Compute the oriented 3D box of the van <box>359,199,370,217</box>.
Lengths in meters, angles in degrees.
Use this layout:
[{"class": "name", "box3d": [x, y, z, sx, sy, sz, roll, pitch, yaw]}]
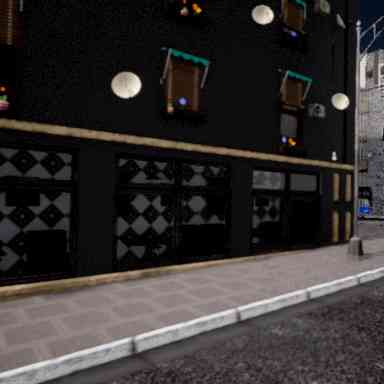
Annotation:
[{"class": "van", "box3d": [15.629, 1.591, 33.287, 1.690, 1.788, 3.998, 1, -1, -36]}]
